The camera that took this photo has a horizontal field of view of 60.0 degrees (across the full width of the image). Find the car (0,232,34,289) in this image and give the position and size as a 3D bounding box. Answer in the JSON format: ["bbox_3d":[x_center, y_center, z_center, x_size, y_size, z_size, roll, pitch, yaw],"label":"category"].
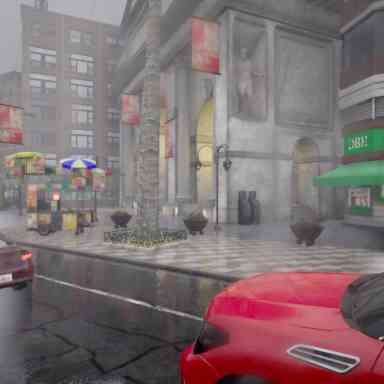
[{"bbox_3d":[-5.544,1.526,7.821,4.674,1.442,1.812,0,0,35],"label":"car"}]

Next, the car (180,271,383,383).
[{"bbox_3d":[2.536,1.221,2.081,5.566,2.045,2.150,0,0,36],"label":"car"}]
